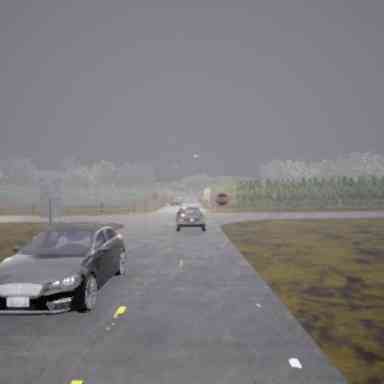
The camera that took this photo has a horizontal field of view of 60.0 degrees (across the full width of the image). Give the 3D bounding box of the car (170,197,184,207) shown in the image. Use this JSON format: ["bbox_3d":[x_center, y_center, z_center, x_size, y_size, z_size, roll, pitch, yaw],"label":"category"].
[{"bbox_3d":[-2.825,1.827,58.293,2.033,1.411,5.357,0,0,0],"label":"car"}]

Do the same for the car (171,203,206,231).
[{"bbox_3d":[-0.179,1.703,21.904,2.033,1.411,5.357,0,0,-4],"label":"car"}]

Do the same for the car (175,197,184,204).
[{"bbox_3d":[-2.752,1.816,73.750,1.812,1.442,4.674,0,0,0],"label":"car"}]

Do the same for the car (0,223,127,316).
[{"bbox_3d":[-2.832,1.555,7.901,2.128,1.511,4.902,0,0,0],"label":"car"}]
